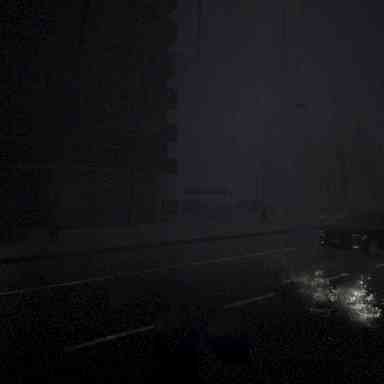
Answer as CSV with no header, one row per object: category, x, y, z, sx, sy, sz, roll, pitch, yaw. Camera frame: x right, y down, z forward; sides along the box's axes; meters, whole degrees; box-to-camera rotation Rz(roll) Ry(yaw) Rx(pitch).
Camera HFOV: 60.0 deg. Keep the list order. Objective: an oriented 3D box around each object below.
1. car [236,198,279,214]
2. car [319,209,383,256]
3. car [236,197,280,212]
car,6.709,1.433,34.305,2.128,1.511,4.902,0,0,-38
car,7.082,1.477,13.275,5.008,1.535,1.882,0,0,-36
car,7.626,1.433,38.982,2.128,1.511,4.902,0,0,-36
